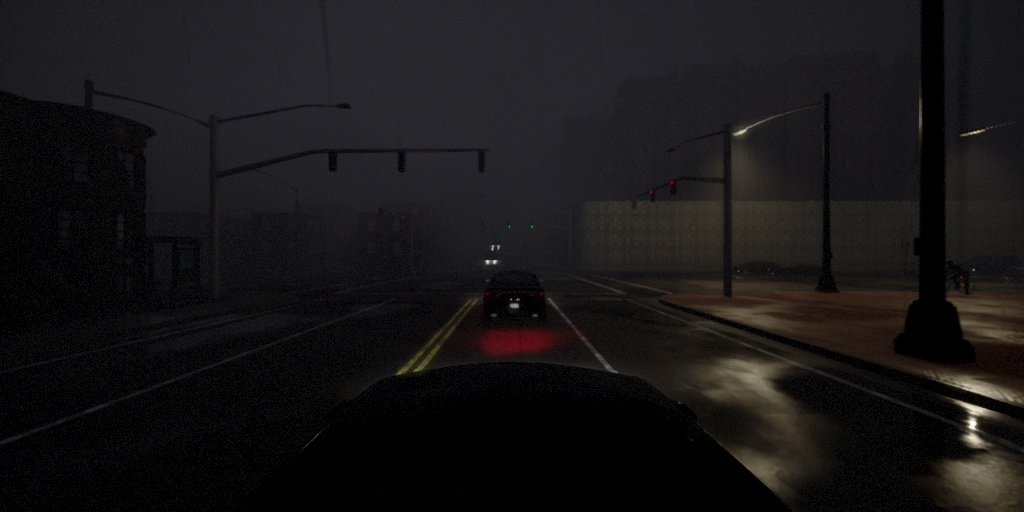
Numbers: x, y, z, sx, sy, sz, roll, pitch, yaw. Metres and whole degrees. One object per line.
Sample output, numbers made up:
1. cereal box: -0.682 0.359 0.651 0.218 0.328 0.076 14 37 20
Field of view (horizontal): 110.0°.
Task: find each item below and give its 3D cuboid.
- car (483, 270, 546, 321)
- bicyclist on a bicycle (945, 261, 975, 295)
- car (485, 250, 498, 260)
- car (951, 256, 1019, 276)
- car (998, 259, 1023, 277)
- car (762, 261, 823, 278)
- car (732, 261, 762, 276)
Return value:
1. car: 0.085 1.232 12.477 1.882 1.535 5.008 0 0 0
2. bicyclist on a bicycle: 21.767 1.057 17.666 0.582 1.620 1.656 0 0 0
3. car: -3.537 -0.237 61.621 1.994 1.385 4.181 0 9 0
4. car: 49.632 0.990 37.471 5.566 2.045 2.150 0 0 1
5. car: 49.925 1.288 33.966 4.674 1.442 1.812 0 0 1
6. car: 27.021 1.364 34.127 4.718 1.301 1.895 0 0 0
7. car: 25.479 1.269 37.633 4.892 1.490 1.837 0 0 1
